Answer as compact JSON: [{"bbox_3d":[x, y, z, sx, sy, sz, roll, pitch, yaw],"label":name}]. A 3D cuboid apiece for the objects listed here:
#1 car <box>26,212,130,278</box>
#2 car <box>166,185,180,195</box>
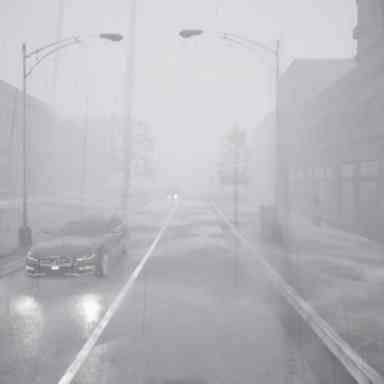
[{"bbox_3d":[-3.095,1.407,9.946,1.837,1.490,4.892,0,1,0],"label":"car"},{"bbox_3d":[-3.028,-0.419,53.342,2.128,1.511,4.902,0,3,0],"label":"car"}]
